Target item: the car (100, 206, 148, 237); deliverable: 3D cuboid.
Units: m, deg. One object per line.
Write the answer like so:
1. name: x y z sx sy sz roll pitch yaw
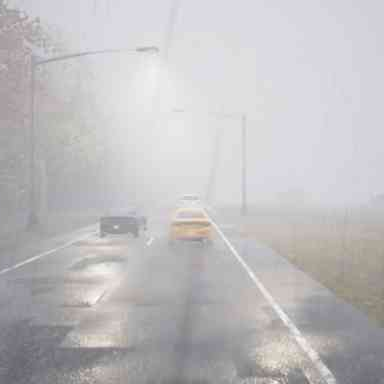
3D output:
1. car: -3.573 1.502 18.140 1.882 1.535 5.008 0 0 0

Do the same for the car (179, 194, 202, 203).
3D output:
1. car: -0.182 1.265 34.759 2.150 2.045 5.566 0 0 0

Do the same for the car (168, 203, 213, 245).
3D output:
1. car: -0.061 1.497 15.760 1.882 1.535 5.008 0 0 0
